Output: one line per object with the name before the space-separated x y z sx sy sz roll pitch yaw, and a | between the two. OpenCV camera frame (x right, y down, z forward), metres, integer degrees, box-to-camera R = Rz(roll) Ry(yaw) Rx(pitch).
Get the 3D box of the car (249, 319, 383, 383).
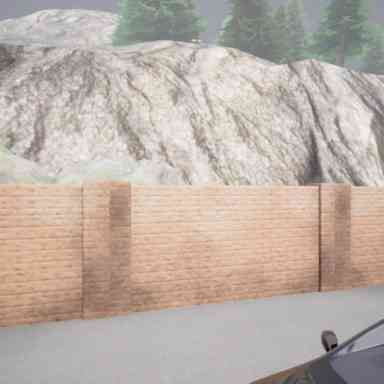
car | 2.067 1.491 1.964 4.902 1.511 2.128 0 0 -19
